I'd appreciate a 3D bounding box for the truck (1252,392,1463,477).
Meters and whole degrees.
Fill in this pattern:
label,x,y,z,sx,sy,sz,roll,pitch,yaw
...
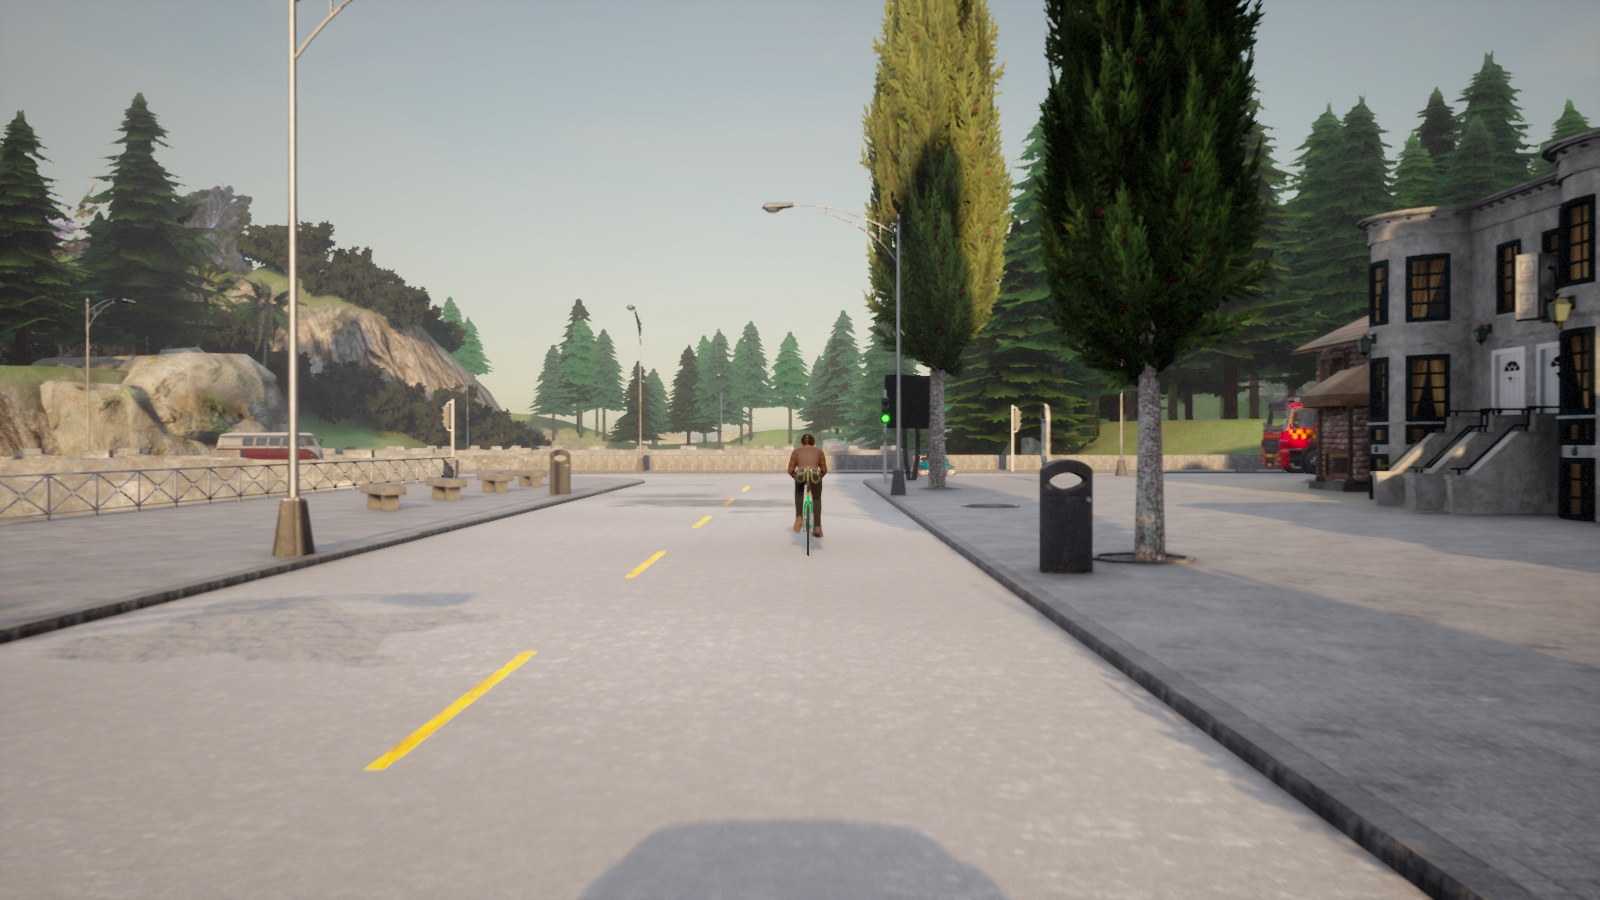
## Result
label,x,y,z,sx,sy,sz,roll,pitch,yaw
truck,25.741,-0.726,58.285,8.468,3.827,2.891,0,0,0

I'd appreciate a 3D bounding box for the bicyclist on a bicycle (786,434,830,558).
label,x,y,z,sx,sy,sz,roll,pitch,yaw
bicyclist on a bicycle,0.110,0.602,17.237,0.582,1.620,1.656,0,0,0

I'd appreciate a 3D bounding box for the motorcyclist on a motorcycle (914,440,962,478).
label,x,y,z,sx,sy,sz,roll,pitch,yaw
motorcyclist on a motorcycle,5.931,0.399,53.936,1.817,1.590,0.866,0,2,-14

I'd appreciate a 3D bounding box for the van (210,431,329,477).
label,x,y,z,sx,sy,sz,roll,pitch,yaw
van,-23.025,0.173,54.585,4.442,1.987,1.775,0,0,0

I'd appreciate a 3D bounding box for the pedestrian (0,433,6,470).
label,x,y,z,sx,sy,sz,roll,pitch,yaw
pedestrian,-40.285,0.071,62.580,0.900,1.855,0.874,0,0,1
